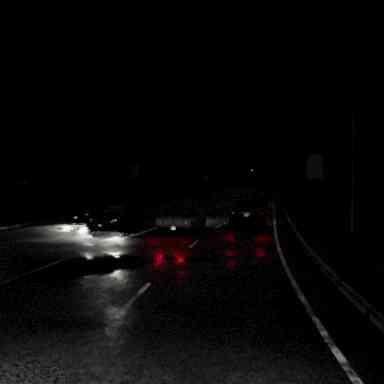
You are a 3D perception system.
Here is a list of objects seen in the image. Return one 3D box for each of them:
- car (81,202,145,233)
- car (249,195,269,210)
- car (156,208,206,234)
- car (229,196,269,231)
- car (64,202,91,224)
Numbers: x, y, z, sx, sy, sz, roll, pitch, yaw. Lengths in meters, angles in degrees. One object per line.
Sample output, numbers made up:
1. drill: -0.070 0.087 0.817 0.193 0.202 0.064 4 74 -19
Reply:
1. car: -4.213 1.435 19.365 1.812 1.442 4.674 1 0 13
2. car: 7.975 1.193 39.294 2.128 1.511 4.902 1 1 14
3. car: -0.458 1.544 19.073 1.895 1.301 4.718 1 0 13
4. car: 3.544 1.316 20.732 2.097 1.767 4.553 1 1 13
5. car: -6.951 1.420 23.065 1.994 1.385 4.181 1 1 13
